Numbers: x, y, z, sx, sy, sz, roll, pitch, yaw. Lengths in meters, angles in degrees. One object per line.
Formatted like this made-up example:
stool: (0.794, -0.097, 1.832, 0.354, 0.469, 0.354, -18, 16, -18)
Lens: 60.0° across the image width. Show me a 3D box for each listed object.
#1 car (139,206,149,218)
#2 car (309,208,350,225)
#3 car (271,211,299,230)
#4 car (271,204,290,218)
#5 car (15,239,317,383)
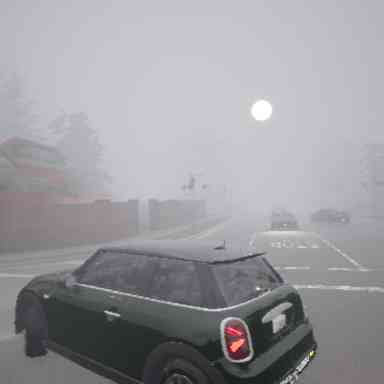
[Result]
car: (-6.019, 2.864, 47.142, 5.027, 1.636, 2.152, -2, -2, 13)
car: (12.634, 2.236, 30.780, 1.837, 1.490, 4.892, 0, -2, -7)
car: (7.372, 2.283, 26.693, 1.994, 1.385, 4.181, -2, -2, 13)
car: (10.960, 2.361, 41.657, 2.128, 1.511, 4.902, -2, -2, 13)
car: (-0.702, 1.503, 4.921, 4.553, 1.767, 2.097, -3, -3, 39)
